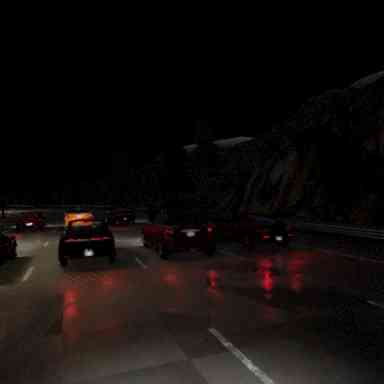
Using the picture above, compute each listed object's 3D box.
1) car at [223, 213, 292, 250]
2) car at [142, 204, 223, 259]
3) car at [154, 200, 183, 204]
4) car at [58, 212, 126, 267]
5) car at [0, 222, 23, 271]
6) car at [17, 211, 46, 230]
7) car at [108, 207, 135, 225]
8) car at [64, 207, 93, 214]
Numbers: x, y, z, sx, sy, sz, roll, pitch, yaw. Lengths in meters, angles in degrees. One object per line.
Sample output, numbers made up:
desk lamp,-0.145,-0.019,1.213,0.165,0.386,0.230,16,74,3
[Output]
car,2.603,1.666,14.984,1.812,1.442,4.674,-1,-1,-19
car,-0.731,1.568,13.906,2.097,1.767,4.553,-1,-1,-19
car,-2.198,1.682,28.257,2.150,2.045,5.566,-1,-1,-20
car,-4.053,1.787,12.814,2.128,1.511,4.902,-1,-1,-19
car,-7.146,1.958,11.059,1.895,1.301,4.718,-1,-1,-19
car,-12.679,2.252,26.388,1.812,1.442,4.674,-1,-1,-20
car,-6.268,2.064,29.219,1.882,1.535,5.008,-1,0,-20
car,-9.126,1.985,26.835,2.097,1.767,4.553,-1,-1,-20
